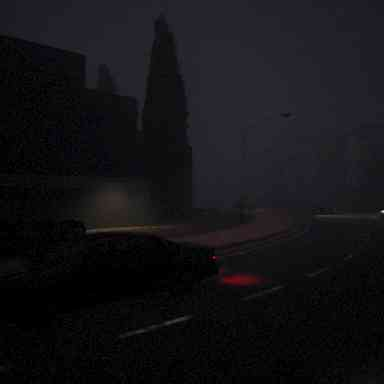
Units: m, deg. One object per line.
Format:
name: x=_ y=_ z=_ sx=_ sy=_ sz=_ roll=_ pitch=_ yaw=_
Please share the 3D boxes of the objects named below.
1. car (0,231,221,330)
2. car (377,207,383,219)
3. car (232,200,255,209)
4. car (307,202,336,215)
car: x=-1.802 y=1.600 z=7.208 sx=5.357 sy=1.411 sz=2.033 roll=1 pitch=-1 yaw=-39
car: x=19.104 y=1.879 z=31.216 sx=2.128 sy=1.511 sz=4.902 roll=0 pitch=0 yaw=8
car: x=8.417 y=2.034 z=54.762 sx=1.837 sy=1.490 sz=4.892 roll=1 pitch=-1 yaw=-26
car: x=15.730 y=1.954 z=40.653 sx=1.837 sy=1.490 sz=4.892 roll=1 pitch=-1 yaw=-5
